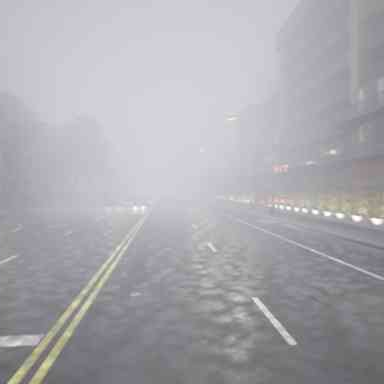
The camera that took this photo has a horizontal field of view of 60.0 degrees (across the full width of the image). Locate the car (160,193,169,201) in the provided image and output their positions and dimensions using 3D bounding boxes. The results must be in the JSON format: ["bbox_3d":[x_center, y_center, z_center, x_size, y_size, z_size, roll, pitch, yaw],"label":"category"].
[{"bbox_3d":[-5.706,1.071,69.612,1.882,1.535,5.008,-1,0,-5],"label":"car"}]

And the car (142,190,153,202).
[{"bbox_3d":[-8.867,1.014,65.278,2.097,1.767,4.553,-1,0,-4],"label":"car"}]

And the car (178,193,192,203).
[{"bbox_3d":[-0.981,1.155,56.041,1.812,1.442,4.674,-1,0,-4],"label":"car"}]

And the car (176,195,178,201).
[{"bbox_3d":[-2.208,1.028,69.780,1.882,1.535,5.008,-1,0,-5],"label":"car"}]

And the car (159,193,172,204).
[{"bbox_3d":[-4.520,1.021,56.371,2.097,1.767,4.553,-1,0,-5],"label":"car"}]

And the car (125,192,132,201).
[{"bbox_3d":[-12.344,1.264,64.891,1.994,1.385,4.181,-1,0,-4],"label":"car"}]

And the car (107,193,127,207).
[{"bbox_3d":[-10.994,1.281,47.864,1.882,1.535,5.008,-1,1,-5],"label":"car"}]

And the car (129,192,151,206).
[{"bbox_3d":[-7.525,1.249,48.382,2.128,1.511,4.902,-1,1,-5],"label":"car"}]
